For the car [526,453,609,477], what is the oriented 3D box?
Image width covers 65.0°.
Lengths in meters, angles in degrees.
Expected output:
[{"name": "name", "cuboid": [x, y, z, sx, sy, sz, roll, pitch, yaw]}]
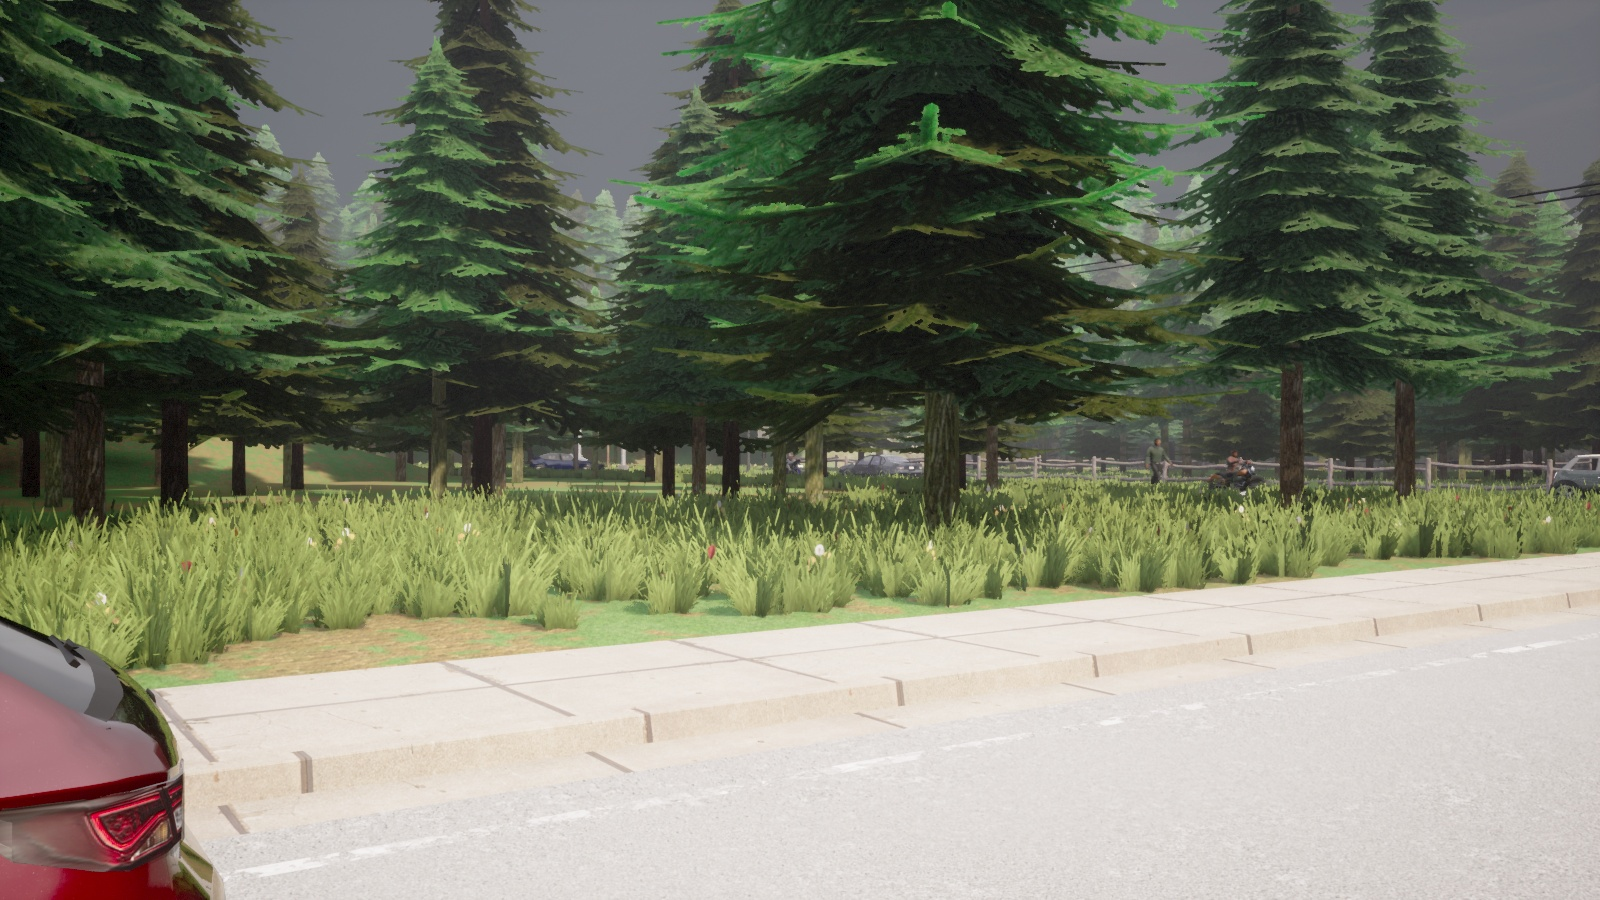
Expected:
[{"name": "car", "cuboid": [-14.789, 0.950, 80.127, 4.792, 1.488, 2.163, 0, 0, 4]}]

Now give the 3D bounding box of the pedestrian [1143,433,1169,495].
[{"name": "pedestrian", "cuboid": [11.340, 0.444, 40.000, 0.423, 1.949, 0.788, 0, 0, -16]}]

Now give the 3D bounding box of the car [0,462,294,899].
[{"name": "car", "cuboid": [-3.043, 0.769, 1.540, 4.193, 1.474, 1.816, 0, 0, -35]}]

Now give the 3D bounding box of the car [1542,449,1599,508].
[{"name": "car", "cuboid": [21.215, 0.708, 31.677, 1.970, 1.475, 3.806, 0, 0, -32]}]

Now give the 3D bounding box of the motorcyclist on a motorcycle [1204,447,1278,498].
[{"name": "motorcyclist on a motorcycle", "cuboid": [14.708, 0.732, 41.910, 0.766, 1.649, 2.350, 0, 0, -33]}]

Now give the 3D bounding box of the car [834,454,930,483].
[{"name": "car", "cuboid": [4.116, 0.914, 64.082, 2.033, 1.411, 5.357, 0, 0, -34]}]

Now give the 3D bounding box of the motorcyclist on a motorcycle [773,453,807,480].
[{"name": "motorcyclist on a motorcycle", "cuboid": [-0.571, 0.928, 71.075, 0.866, 1.530, 2.191, 0, 0, -35]}]
